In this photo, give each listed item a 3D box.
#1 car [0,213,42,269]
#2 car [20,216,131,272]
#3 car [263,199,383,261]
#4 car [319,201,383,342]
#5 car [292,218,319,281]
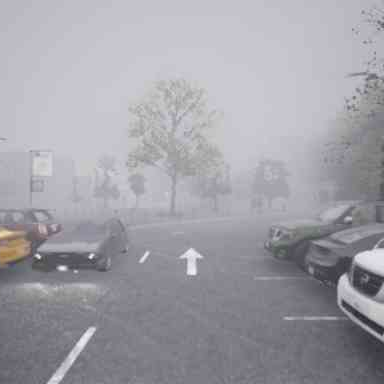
[{"bbox_3d":[-7.187,1.488,9.190,5.008,1.535,2.097,0,0,0],"label":"car"},{"bbox_3d":[-3.286,1.565,11.089,2.033,1.411,5.357,0,0,0],"label":"car"},{"bbox_3d":[5.044,1.241,10.110,5.566,2.045,2.435,0,0,0],"label":"car"},{"bbox_3d":[5.067,1.219,4.647,5.566,2.045,2.435,0,0,0],"label":"car"},{"bbox_3d":[5.077,1.481,7.439,4.892,1.521,2.231,0,0,0],"label":"car"}]
